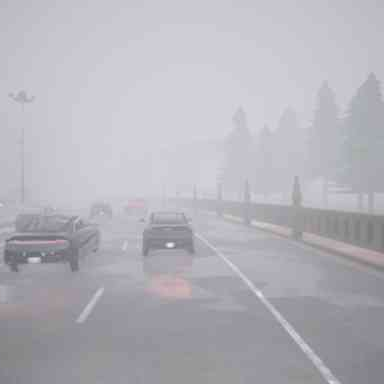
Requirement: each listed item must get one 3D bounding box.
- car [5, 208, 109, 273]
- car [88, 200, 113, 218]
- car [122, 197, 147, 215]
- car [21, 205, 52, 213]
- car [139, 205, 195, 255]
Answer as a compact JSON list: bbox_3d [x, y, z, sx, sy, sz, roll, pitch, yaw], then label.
[{"bbox_3d":[-4.212,1.488,10.746,2.128,1.511,4.902,0,0,-6],"label":"car"},{"bbox_3d":[-8.102,1.481,29.585,1.837,1.490,4.892,0,0,-16],"label":"car"},{"bbox_3d":[-5.873,1.311,33.971,2.097,1.767,4.553,0,0,-18],"label":"car"},{"bbox_3d":[-9.317,1.523,20.340,1.812,1.442,4.674,0,0,-12],"label":"car"},{"bbox_3d":[-1.023,1.484,13.323,1.837,1.490,4.892,0,0,-7],"label":"car"}]
